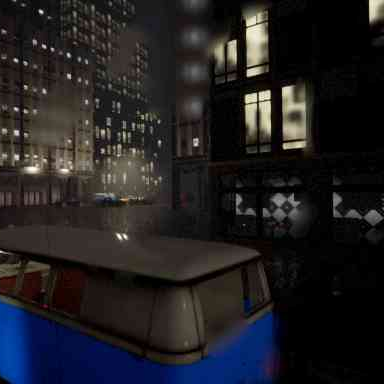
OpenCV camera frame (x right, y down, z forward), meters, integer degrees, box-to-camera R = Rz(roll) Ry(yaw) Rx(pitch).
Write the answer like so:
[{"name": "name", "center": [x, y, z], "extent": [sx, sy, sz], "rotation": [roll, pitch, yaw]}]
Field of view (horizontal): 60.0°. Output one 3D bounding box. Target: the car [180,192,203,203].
[{"name": "car", "center": [-0.152, 0.908, 54.723], "extent": [2.192, 1.841, 5.009], "rotation": [0, 0, 36]}]

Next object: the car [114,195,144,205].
[{"name": "car", "center": [-10.363, 1.278, 54.958], "extent": [1.752, 1.417, 4.829], "rotation": [0, 0, 36]}]

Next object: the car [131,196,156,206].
[{"name": "car", "center": [-6.811, 1.230, 45.626], "extent": [2.008, 1.369, 4.403], "rotation": [0, 0, 36]}]

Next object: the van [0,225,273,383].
[{"name": "van", "center": [-1.112, 1.342, 3.684], "extent": [3.998, 1.788, 1.690], "rotation": [0, -1, 36]}]

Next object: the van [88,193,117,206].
[{"name": "van", "center": [-13.596, 1.135, 50.544], "extent": [1.690, 1.788, 3.998], "rotation": [0, 0, 36]}]

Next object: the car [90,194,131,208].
[{"name": "car", "center": [-10.141, 1.267, 41.077], "extent": [1.887, 1.381, 4.507], "rotation": [0, 0, 36]}]

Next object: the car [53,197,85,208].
[{"name": "car", "center": [-16.926, 1.403, 45.994], "extent": [1.947, 1.339, 4.313], "rotation": [0, 0, 36]}]

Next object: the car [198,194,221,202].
[{"name": "car", "center": [3.181, 1.101, 59.273], "extent": [2.008, 1.369, 4.403], "rotation": [0, 0, 36]}]

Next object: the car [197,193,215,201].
[{"name": "car", "center": [3.065, 1.016, 73.299], "extent": [1.967, 1.590, 4.097], "rotation": [0, 0, 36]}]
